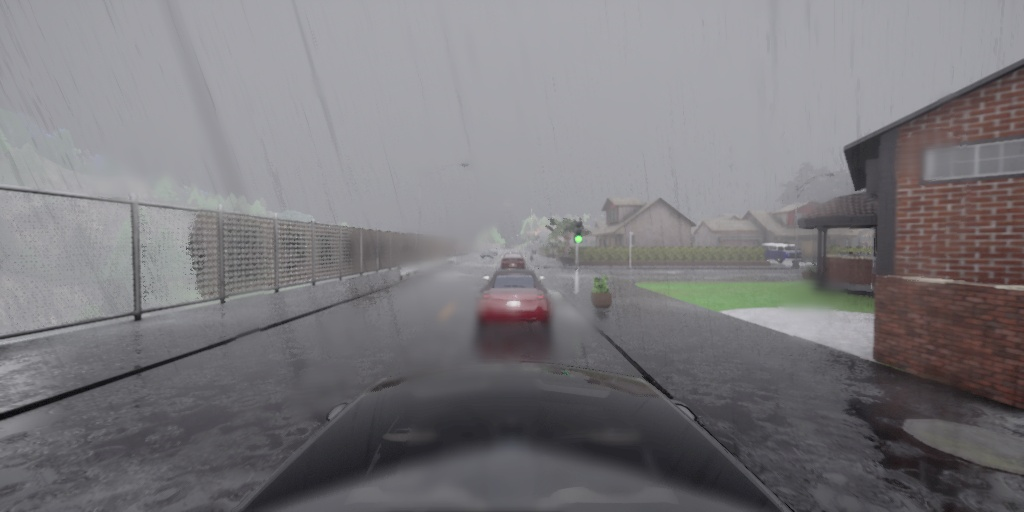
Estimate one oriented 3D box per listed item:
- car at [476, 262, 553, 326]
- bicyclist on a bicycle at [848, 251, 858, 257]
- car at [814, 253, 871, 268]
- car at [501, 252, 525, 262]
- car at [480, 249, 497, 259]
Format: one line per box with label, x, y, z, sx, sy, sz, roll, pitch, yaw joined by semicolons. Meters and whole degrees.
car;0.073;1.067;10.596;1.994;1.385;4.181;0;2;0
bicyclist on a bicycle;20.286;0.554;21.330;0.582;1.620;1.656;0;1;0
car;27.862;0.464;29.709;4.902;1.511;2.128;0;2;0
car;0.093;0.437;30.176;1.882;1.535;5.008;0;2;0
car;-4.031;-0.279;58.519;2.033;1.411;5.357;0;2;1
